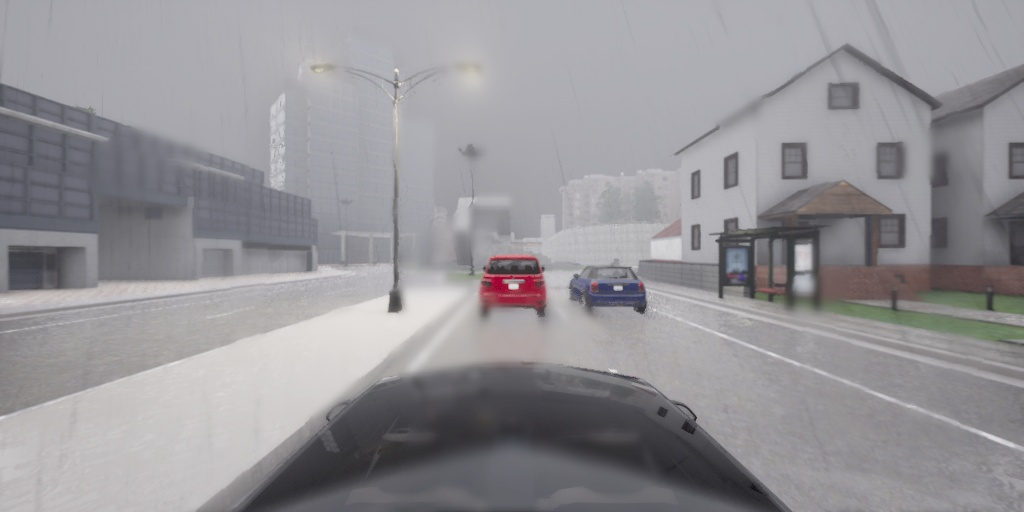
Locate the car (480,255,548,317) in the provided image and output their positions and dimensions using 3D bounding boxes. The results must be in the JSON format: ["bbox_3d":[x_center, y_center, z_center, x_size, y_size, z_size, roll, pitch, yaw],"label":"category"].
[{"bbox_3d":[0.067,0.970,13.235,2.150,2.045,5.566,0,0,0],"label":"car"}]

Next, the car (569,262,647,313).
[{"bbox_3d":[3.574,1.097,14.139,2.097,1.767,4.553,0,0,0],"label":"car"}]
